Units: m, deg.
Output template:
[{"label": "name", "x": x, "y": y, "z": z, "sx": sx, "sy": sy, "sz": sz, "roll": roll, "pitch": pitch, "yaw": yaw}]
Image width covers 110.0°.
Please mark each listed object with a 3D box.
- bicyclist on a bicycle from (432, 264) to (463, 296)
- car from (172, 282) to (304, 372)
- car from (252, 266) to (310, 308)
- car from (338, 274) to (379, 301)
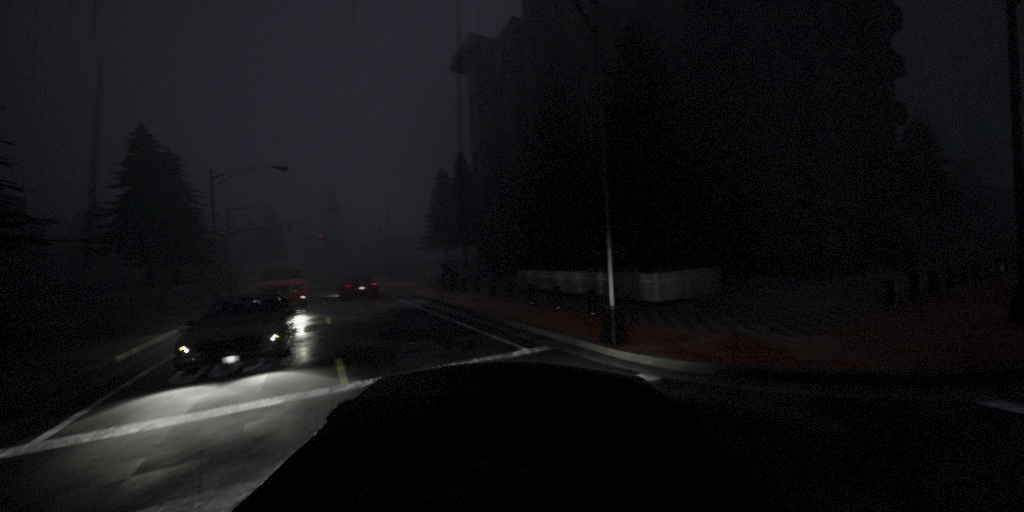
[{"label": "bicyclist on a bicycle", "x": -3.264, "y": 1.213, "z": 18.253, "sx": 1.656, "sy": 1.620, "sz": 0.582, "roll": -2, "pitch": 0, "yaw": -29}, {"label": "car", "x": -6.672, "y": 1.655, "z": 9.173, "sx": 2.033, "sy": 1.411, "sz": 5.357, "roll": -3, "pitch": 0, "yaw": -29}, {"label": "car", "x": -11.851, "y": 1.591, "z": 18.574, "sx": 2.150, "sy": 2.045, "sz": 5.566, "roll": -3, "pitch": 0, "yaw": -29}, {"label": "car", "x": -9.248, "y": 1.791, "z": 21.517, "sx": 1.994, "sy": 1.385, "sz": 4.181, "roll": -3, "pitch": 0, "yaw": -29}]
